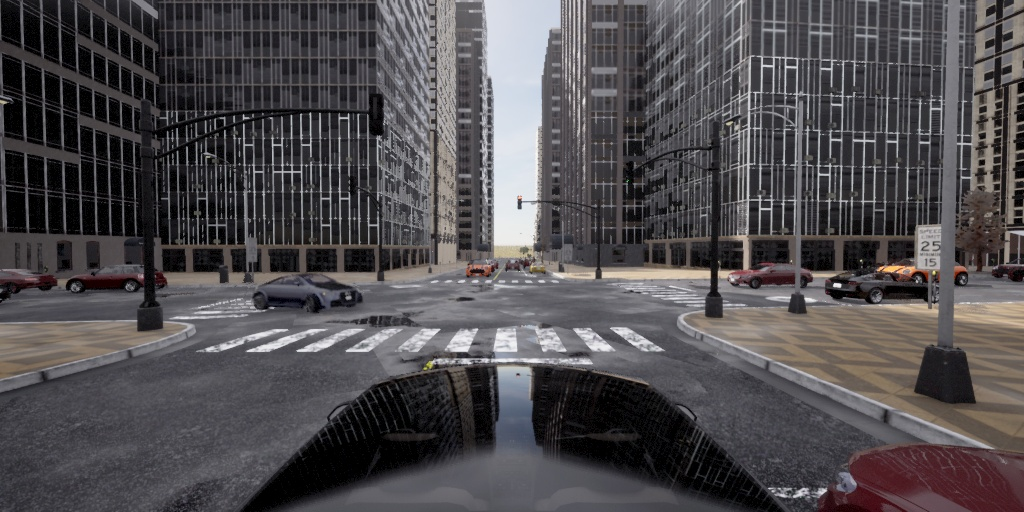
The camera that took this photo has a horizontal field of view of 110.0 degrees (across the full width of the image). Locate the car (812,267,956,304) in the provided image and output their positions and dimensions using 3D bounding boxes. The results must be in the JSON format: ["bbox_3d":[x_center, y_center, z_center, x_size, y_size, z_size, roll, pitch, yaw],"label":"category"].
[{"bbox_3d":[16.124,1.293,15.693,4.313,1.339,1.948,0,0,-5],"label":"car"}]

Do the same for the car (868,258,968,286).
[{"bbox_3d":[25.339,0.904,22.347,4.553,1.767,2.097,0,1,-5],"label":"car"}]

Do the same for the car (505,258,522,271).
[{"bbox_3d":[0.083,1.247,47.941,1.812,1.442,4.674,0,0,0],"label":"car"}]

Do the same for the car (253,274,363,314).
[{"bbox_3d":[-8.059,1.407,14.219,4.181,1.385,1.994,0,0,19],"label":"car"}]

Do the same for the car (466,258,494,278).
[{"bbox_3d":[-3.112,1.085,34.279,2.097,1.767,4.553,0,0,0],"label":"car"}]

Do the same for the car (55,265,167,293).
[{"bbox_3d":[-22.579,1.216,20.528,4.097,1.591,1.967,0,0,-5],"label":"car"}]

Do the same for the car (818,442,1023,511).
[{"bbox_3d":[2.692,1.333,0.395,1.802,1.307,4.207,0,0,0],"label":"car"}]

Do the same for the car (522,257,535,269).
[{"bbox_3d":[2.709,1.028,55.015,2.192,1.841,5.009,0,0,0],"label":"car"}]

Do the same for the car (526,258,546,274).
[{"bbox_3d":[2.805,1.254,39.933,1.751,1.417,4.829,0,0,0],"label":"car"}]

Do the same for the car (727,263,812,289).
[{"bbox_3d":[15.392,1.135,21.437,4.674,1.442,1.812,0,1,-5],"label":"car"}]

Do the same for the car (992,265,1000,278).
[{"bbox_3d":[37.693,0.864,26.110,4.097,1.591,1.967,0,0,-5],"label":"car"}]

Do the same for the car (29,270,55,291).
[{"bbox_3d":[-28.204,1.391,20.004,4.207,1.307,1.802,0,0,-5],"label":"car"}]

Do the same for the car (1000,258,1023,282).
[{"bbox_3d":[35.348,0.845,23.267,4.553,1.767,2.097,0,1,-5],"label":"car"}]

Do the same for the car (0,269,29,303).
[{"bbox_3d":[-23.833,1.397,14.573,4.902,1.511,2.128,0,1,-5],"label":"car"}]

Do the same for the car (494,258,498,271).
[{"bbox_3d":[-3.116,1.203,44.214,1.882,1.535,5.008,0,0,0],"label":"car"}]
